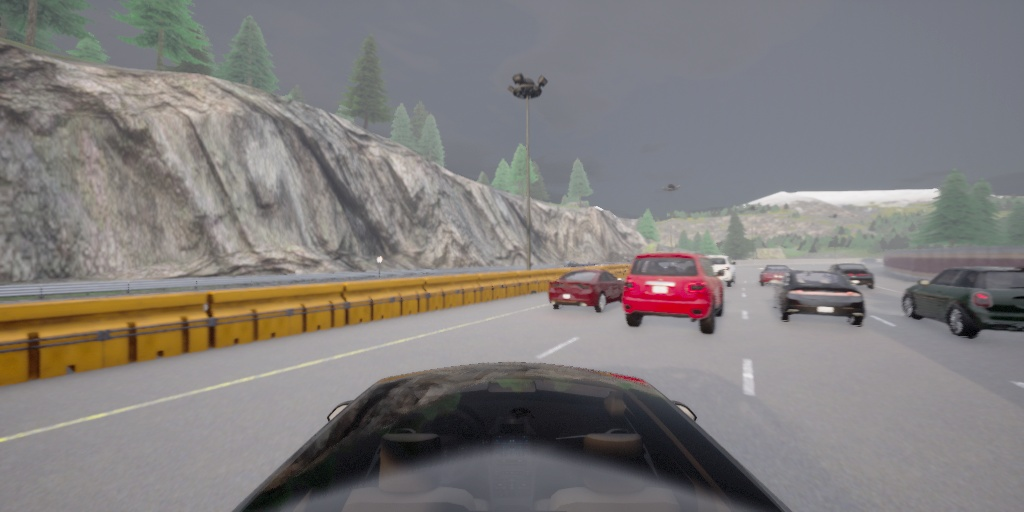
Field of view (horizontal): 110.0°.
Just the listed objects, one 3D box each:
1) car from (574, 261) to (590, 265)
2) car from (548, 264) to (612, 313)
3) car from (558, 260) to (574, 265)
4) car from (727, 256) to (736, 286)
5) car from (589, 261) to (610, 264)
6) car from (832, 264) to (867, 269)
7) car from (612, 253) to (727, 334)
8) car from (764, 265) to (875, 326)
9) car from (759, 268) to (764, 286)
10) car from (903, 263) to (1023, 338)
[{"bbox_3d":[12.238,1.500,56.596,1.895,1.301,4.718,-1,0,43],"label":"car"},{"bbox_3d":[3.234,1.260,14.538,1.882,1.535,5.008,-1,-1,33],"label":"car"},{"bbox_3d":[9.147,1.454,58.394,1.812,1.442,4.674,-1,0,42],"label":"car"},{"bbox_3d":[14.288,0.975,25.169,2.150,2.045,5.566,-1,0,34],"label":"car"},{"bbox_3d":[13.857,1.474,53.210,1.895,1.301,4.718,-1,0,42],"label":"car"},{"bbox_3d":[20.841,1.201,22.337,1.837,1.490,4.892,-1,0,35],"label":"car"},{"bbox_3d":[5.089,0.967,10.986,2.150,2.045,5.566,-1,-2,34],"label":"car"},{"bbox_3d":[9.676,1.218,11.608,2.128,1.511,4.902,-1,0,33],"label":"car"},{"bbox_3d":[18.147,1.287,24.581,1.994,1.385,4.181,-1,0,35],"label":"car"},{"bbox_3d":[12.437,1.049,9.436,2.097,1.767,4.553,-1,0,33],"label":"car"}]
